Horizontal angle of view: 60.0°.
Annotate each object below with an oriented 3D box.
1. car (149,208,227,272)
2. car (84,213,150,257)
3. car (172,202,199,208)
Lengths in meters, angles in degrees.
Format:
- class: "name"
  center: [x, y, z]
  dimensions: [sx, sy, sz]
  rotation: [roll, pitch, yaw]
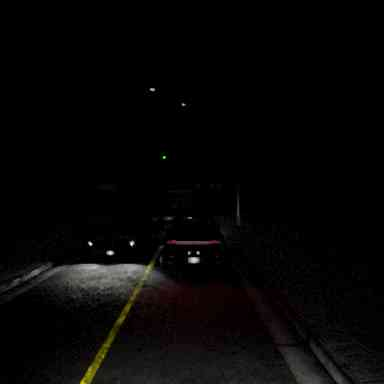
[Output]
- class: "car"
  center: [0.054, 1.516, 10.877]
  dimensions: [2.128, 1.511, 4.902]
  rotation: [0, 0, 0]
- class: "car"
  center: [-2.615, 1.576, 13.295]
  dimensions: [2.033, 1.411, 5.357]
  rotation: [0, 0, 0]
- class: "car"
  center: [-0.481, 1.561, 26.819]
  dimensions: [1.837, 1.490, 4.892]
  rotation: [1, 0, -7]
